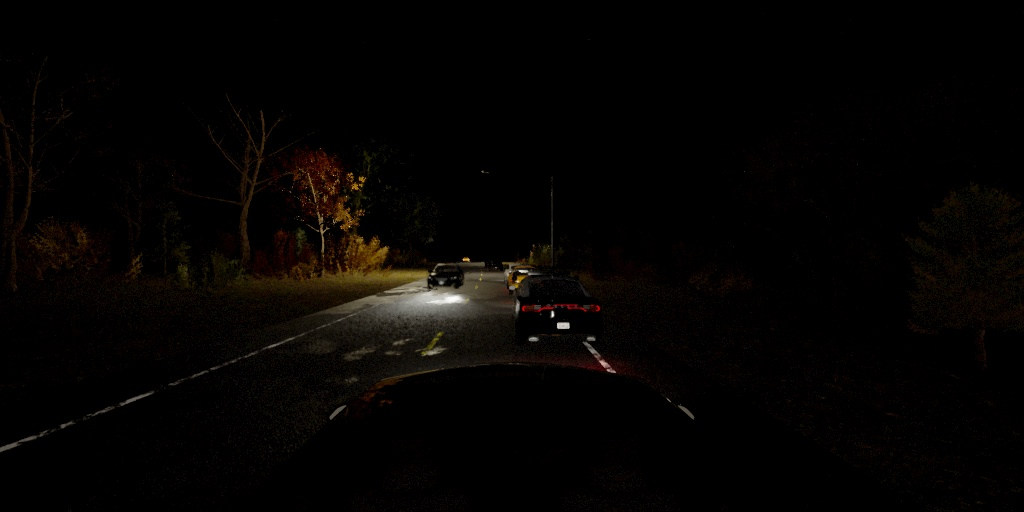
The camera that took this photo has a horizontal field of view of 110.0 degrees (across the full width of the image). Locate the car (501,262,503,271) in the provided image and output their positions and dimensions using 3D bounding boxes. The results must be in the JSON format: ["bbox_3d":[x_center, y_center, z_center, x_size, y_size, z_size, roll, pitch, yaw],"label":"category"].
[{"bbox_3d":[0.401,1.264,25.633,1.812,1.442,4.674,0,0,-3],"label":"car"}]

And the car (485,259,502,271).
[{"bbox_3d":[-2.225,1.234,47.620,1.837,1.490,4.892,0,0,-5],"label":"car"}]

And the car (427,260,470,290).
[{"bbox_3d":[-4.056,1.235,22.485,2.128,1.511,4.902,0,0,-3],"label":"car"}]

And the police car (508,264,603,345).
[{"bbox_3d":[0.964,1.174,9.663,1.930,1.638,5.238,0,0,-1],"label":"police car"}]

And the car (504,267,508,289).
[{"bbox_3d":[0.667,1.200,19.795,1.801,1.575,5.366,0,0,-2],"label":"car"}]
